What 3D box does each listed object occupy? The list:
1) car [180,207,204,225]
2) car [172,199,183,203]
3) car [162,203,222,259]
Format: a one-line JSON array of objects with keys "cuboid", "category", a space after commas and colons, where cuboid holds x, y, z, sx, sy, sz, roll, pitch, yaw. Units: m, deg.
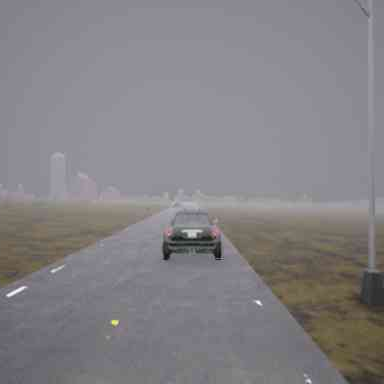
[{"cuboid": [0.012, 1.960, 28.294, 1.895, 1.301, 4.718, 0, -1, 0], "category": "car"}, {"cuboid": [-2.782, 2.237, 64.098, 2.097, 1.767, 4.553, 0, -1, 1], "category": "car"}, {"cuboid": [0.017, 1.510, 13.473, 2.097, 1.767, 4.553, 0, -1, 0], "category": "car"}]
